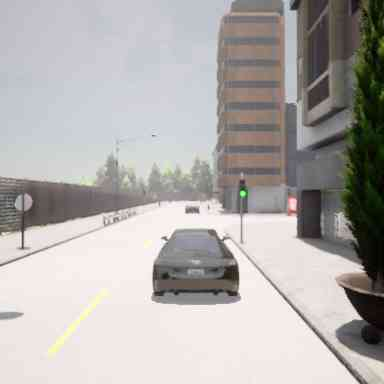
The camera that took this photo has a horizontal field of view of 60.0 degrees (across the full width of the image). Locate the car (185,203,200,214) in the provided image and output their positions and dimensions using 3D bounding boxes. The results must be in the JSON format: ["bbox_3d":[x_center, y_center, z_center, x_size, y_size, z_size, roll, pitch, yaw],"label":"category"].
[{"bbox_3d":[0.043,2.069,43.109,1.895,1.301,4.718,0,-1,0],"label":"car"}]

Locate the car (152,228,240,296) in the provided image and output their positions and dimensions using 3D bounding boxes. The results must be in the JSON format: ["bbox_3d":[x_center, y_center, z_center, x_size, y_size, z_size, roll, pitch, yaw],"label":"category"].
[{"bbox_3d":[0.085,1.663,8.971,1.994,1.385,4.181,0,-1,0],"label":"car"}]
